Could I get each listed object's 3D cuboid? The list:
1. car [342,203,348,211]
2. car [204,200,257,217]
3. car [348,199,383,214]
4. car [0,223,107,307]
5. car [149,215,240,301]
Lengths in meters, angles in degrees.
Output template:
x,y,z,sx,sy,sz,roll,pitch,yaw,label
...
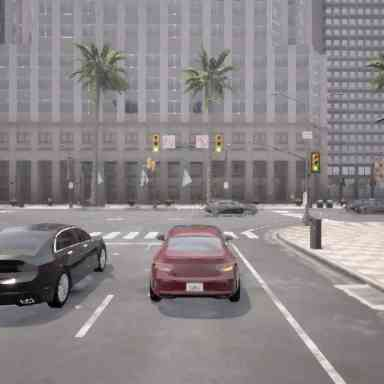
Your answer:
x,y,z,sx,sy,sz,roll,pitch,yaw,label
19.774,1.491,37.985,4.902,1.511,2.128,0,0,0,car
3.572,1.491,30.808,4.902,1.511,2.128,0,0,0,car
19.052,1.564,34.485,4.181,1.385,1.994,0,0,0,car
-3.435,1.505,7.961,1.837,1.490,4.892,0,0,0,car
0.074,1.526,8.210,1.812,1.442,4.674,0,0,1,car
